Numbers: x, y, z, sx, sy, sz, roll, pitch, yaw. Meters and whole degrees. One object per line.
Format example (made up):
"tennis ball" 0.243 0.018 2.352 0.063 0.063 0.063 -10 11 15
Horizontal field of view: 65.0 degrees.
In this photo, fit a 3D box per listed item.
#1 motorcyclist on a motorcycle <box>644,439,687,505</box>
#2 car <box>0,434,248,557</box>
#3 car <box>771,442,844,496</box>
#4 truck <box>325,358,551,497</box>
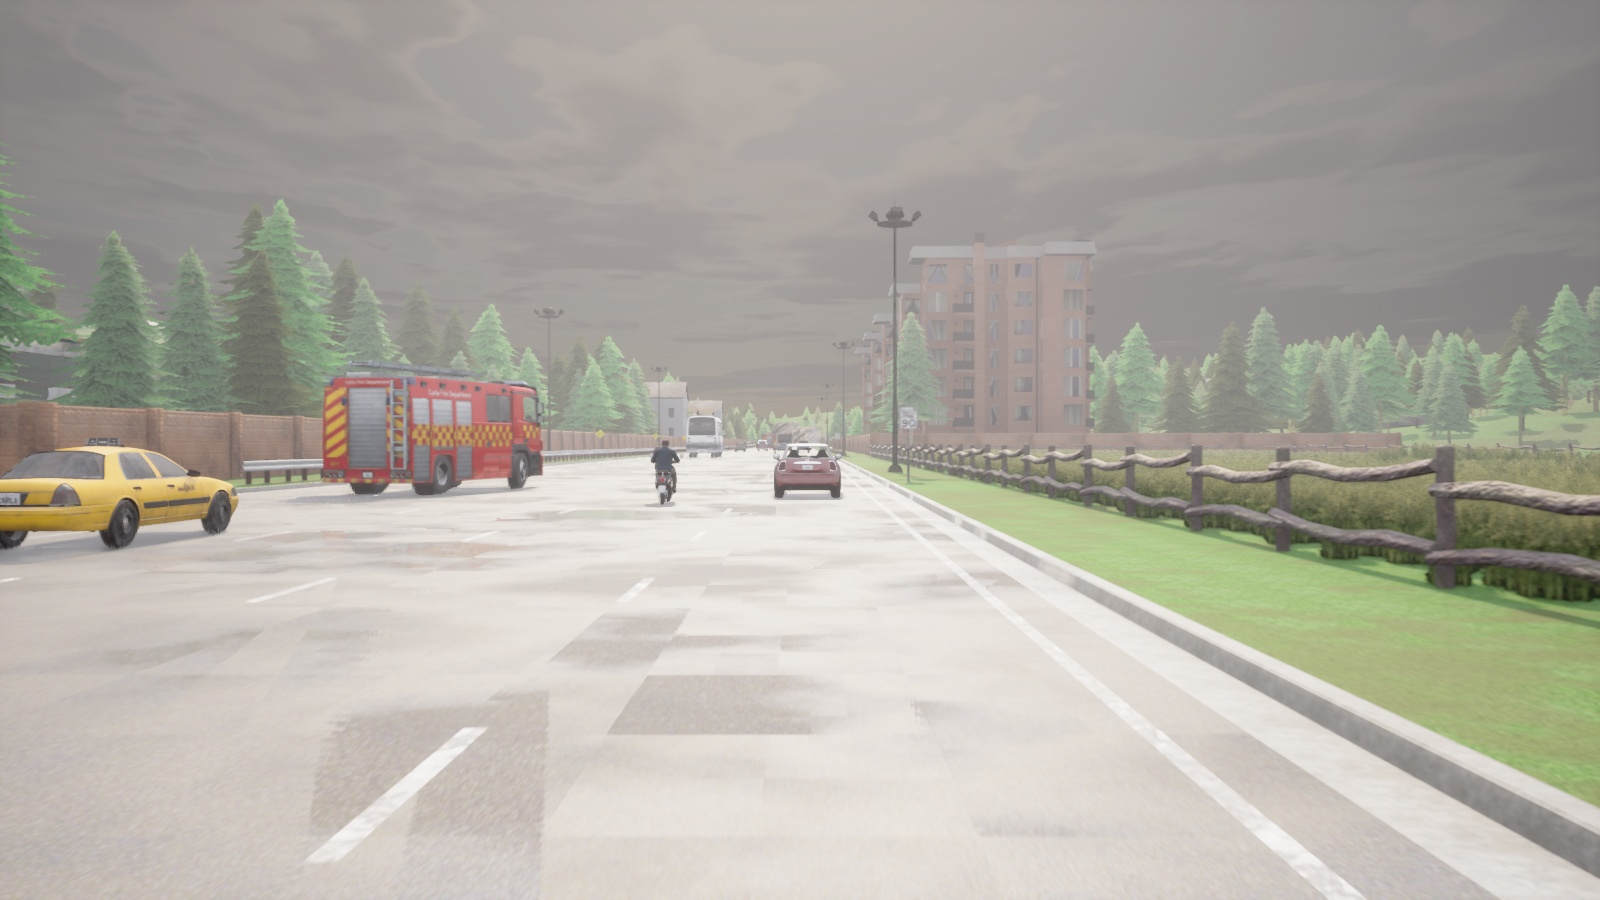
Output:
"motorcyclist on a motorcycle" -3.313 0.522 31.005 0.866 1.590 1.817 0 0 0
"car" -10.380 0.571 18.849 1.801 1.575 5.366 0 0 0
"car" 0.214 0.510 35.910 1.970 1.475 3.806 0 0 0
"truck" -10.940 -0.647 39.121 2.891 3.827 8.468 0 0 14
